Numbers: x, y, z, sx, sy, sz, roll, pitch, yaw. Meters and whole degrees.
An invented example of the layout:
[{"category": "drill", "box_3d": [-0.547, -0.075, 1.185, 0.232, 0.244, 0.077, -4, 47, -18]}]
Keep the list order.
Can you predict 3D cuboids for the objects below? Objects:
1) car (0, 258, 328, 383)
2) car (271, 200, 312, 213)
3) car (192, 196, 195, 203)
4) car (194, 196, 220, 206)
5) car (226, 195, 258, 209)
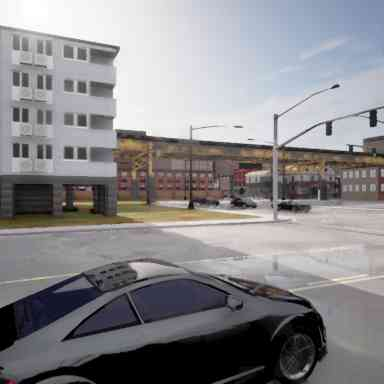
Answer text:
[{"category": "car", "box_3d": [-0.331, 1.564, 4.088, 4.181, 1.385, 1.994, 0, 0, -30]}, {"category": "car", "box_3d": [11.095, 1.601, 37.298, 1.895, 1.301, 4.718, 0, 0, -26]}, {"category": "car", "box_3d": [0.775, 1.547, 65.799, 2.033, 1.411, 5.357, 0, 0, 3]}, {"category": "car", "box_3d": [2.735, 1.547, 55.310, 2.033, 1.411, 5.357, 0, 0, -21]}, {"category": "car", "box_3d": [7.080, 1.504, 45.770, 1.837, 1.490, 4.892, 0, 0, -25]}]
